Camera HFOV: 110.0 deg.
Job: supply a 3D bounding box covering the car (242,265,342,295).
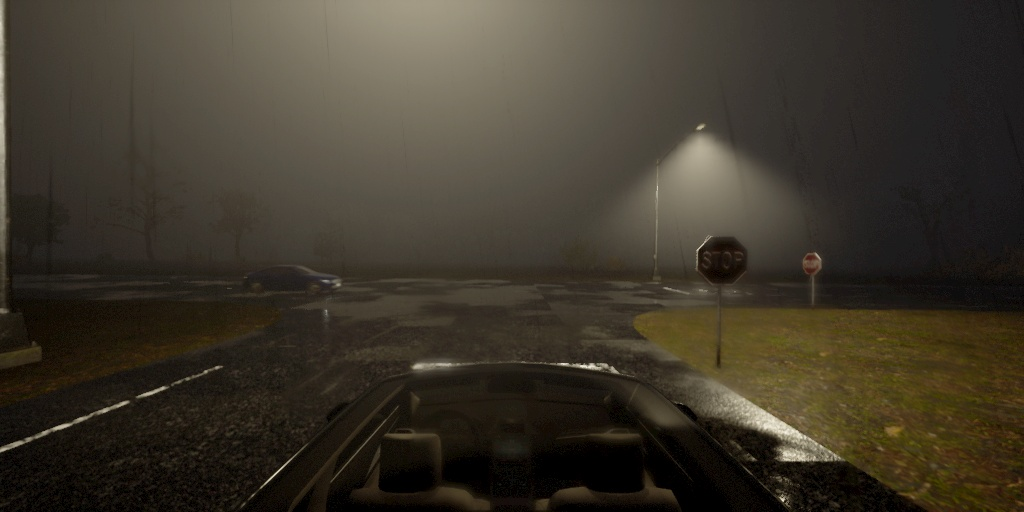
[{"bbox_3d":[-11.308,1.196,18.539,4.674,1.442,1.812,1,1,0],"label":"car"}]
